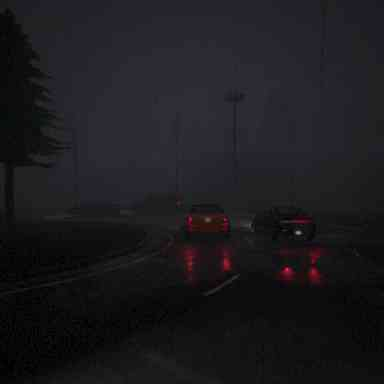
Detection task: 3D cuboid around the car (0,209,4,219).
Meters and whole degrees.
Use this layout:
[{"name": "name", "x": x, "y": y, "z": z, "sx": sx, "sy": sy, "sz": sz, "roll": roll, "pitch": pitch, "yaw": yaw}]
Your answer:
[{"name": "car", "x": -16.321, "y": 1.567, "z": 24.689, "sx": 4.181, "sy": 1.385, "sz": 1.994, "roll": 0, "pitch": 0, "yaw": -26}]

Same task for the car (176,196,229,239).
[{"name": "car", "x": 0.505, "y": 1.305, "z": 17.205, "sx": 2.097, "sy": 1.767, "sz": 4.553, "roll": -1, "pitch": 0, "yaw": -6}]

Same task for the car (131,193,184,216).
[{"name": "car", "x": -3.211, "y": 1.148, "z": 32.126, "sx": 5.566, "sy": 2.045, "sz": 2.150, "roll": 0, "pitch": -1, "yaw": 25}]

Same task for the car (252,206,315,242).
[{"name": "car", "x": 4.250, "y": 1.431, "z": 16.012, "sx": 2.128, "sy": 1.511, "sz": 4.902, "roll": 0, "pitch": 0, "yaw": -3}]

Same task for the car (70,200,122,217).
[{"name": "car", "x": -8.607, "y": 1.482, "z": 29.898, "sx": 4.674, "sy": 1.442, "sz": 1.812, "roll": 0, "pitch": 0, "yaw": 8}]
